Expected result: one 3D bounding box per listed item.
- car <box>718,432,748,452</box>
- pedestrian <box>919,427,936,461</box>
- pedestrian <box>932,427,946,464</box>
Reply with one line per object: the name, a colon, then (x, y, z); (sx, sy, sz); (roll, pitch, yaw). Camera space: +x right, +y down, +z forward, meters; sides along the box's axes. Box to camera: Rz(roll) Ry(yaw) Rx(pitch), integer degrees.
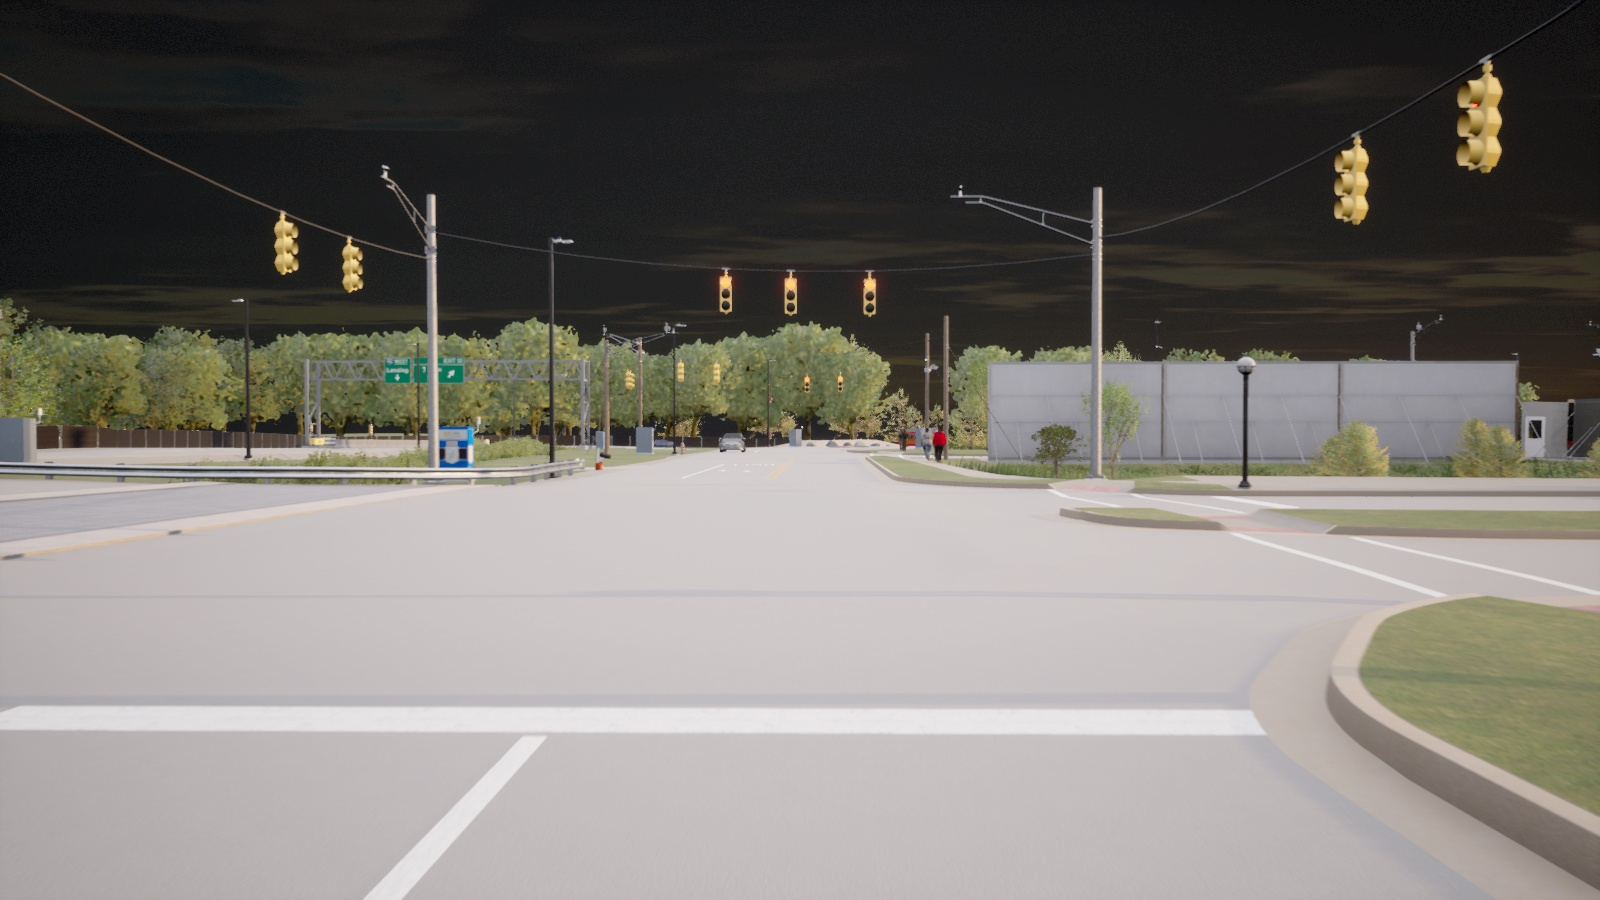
car: (-5.146, -0.644, 96.912); (2.007, 1.525, 4.514); (0, 1, 0)
pedestrian: (7.026, -0.327, 69.118); (0.874, 1.855, 0.900); (0, 2, 1)
pedestrian: (7.065, -0.250, 63.812); (0.634, 1.844, 0.899); (0, 2, 0)
